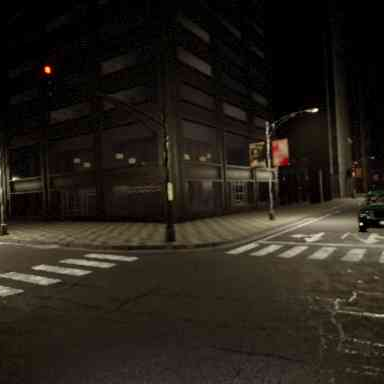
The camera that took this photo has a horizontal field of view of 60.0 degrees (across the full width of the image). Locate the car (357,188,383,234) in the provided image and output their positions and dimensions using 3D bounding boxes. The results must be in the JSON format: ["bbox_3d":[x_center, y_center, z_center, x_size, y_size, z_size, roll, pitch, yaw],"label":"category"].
[{"bbox_3d":[10.057,0.965,17.270,2.150,2.045,5.566,-3,-1,33],"label":"car"}]
